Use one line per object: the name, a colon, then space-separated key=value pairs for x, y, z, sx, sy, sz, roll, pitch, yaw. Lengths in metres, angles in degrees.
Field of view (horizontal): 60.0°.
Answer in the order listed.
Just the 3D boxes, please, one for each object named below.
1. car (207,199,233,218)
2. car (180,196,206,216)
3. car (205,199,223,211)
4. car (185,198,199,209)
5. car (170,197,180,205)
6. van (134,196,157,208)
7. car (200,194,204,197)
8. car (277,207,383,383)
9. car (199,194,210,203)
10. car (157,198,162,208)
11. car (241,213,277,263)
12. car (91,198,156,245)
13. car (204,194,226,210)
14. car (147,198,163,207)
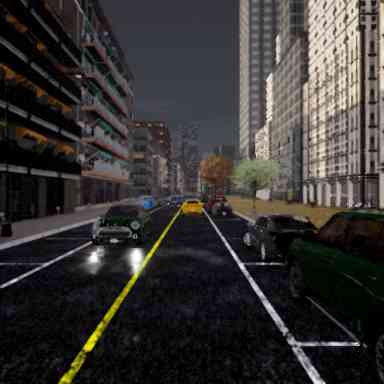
car: x=2.692 y=1.555 z=29.842 sx=2.008 sy=1.369 sz=4.403 roll=0 pitch=0 yaw=0
car: x=0.080 y=1.483 z=32.775 sx=1.882 sy=1.535 sz=5.008 roll=0 pitch=0 yaw=0
car: x=2.692 y=1.576 z=40.888 sx=1.947 sy=1.339 sz=4.313 roll=0 pitch=0 yaw=0
car: x=0.059 y=1.615 z=47.171 sx=1.895 sy=1.301 sz=4.718 roll=0 pitch=0 yaw=0
car: x=-3.002 y=1.575 z=60.575 sx=1.812 sy=1.442 sz=4.674 roll=0 pitch=0 yaw=0
van: x=-5.689 y=1.351 z=40.888 sx=1.690 sy=1.788 sz=3.998 roll=0 pitch=0 yaw=0
car: x=2.691 y=1.605 z=68.503 sx=1.947 sy=1.339 sz=4.313 roll=0 pitch=0 yaw=0
car: x=3.107 y=1.228 z=4.950 sx=2.150 sy=2.045 sz=5.566 roll=0 pitch=0 yaw=0
car: x=2.691 y=1.361 z=74.026 sx=2.192 sy=1.841 sz=5.009 roll=0 pitch=0 yaw=0
car: x=-5.690 y=1.539 z=46.241 sx=1.752 sy=1.417 sz=4.829 roll=0 pitch=0 yaw=0
car: x=3.145 y=1.505 z=11.920 sx=1.837 sy=1.490 sz=4.892 roll=0 pitch=0 yaw=0
car: x=-3.102 y=1.353 z=15.466 sx=2.097 sy=1.767 sz=4.553 roll=0 pitch=0 yaw=0
car: x=2.692 y=1.322 z=35.366 sx=2.192 sy=1.841 sz=5.009 roll=0 pitch=0 yaw=0
car: x=-5.690 y=1.585 z=51.934 sx=1.947 sy=1.339 sz=4.313 roll=0 pitch=0 yaw=0
